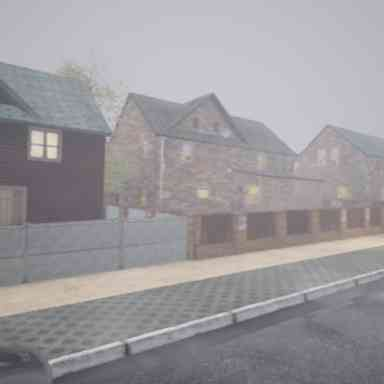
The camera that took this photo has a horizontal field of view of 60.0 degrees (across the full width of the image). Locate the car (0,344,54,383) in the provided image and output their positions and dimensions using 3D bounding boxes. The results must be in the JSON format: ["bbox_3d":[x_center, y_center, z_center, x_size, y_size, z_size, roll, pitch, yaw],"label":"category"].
[{"bbox_3d":[-2.823,1.520,1.057,4.674,1.442,1.812,0,0,-36],"label":"car"}]
